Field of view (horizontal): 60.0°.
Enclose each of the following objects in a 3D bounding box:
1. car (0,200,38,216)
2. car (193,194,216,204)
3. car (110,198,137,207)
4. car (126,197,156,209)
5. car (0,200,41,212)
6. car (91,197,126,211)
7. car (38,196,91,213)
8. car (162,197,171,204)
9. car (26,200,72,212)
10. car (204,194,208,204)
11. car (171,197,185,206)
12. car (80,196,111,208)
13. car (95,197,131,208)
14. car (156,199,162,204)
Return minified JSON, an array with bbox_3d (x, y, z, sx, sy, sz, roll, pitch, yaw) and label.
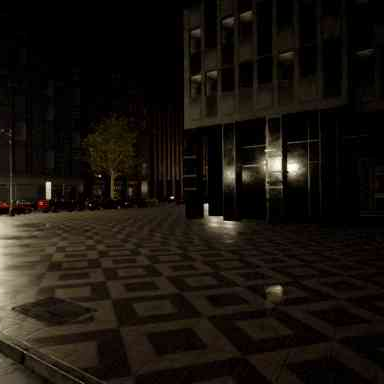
[{"bbox_3d":[-16.914,1.578,30.536,1.802,1.307,4.206,-1,0,35],"label":"car"},{"bbox_3d":[2.450,1.286,62.985,2.097,1.767,4.553,-1,0,35],"label":"car"},{"bbox_3d":[-11.062,1.615,53.932,1.802,1.307,4.206,-1,0,35],"label":"car"},{"bbox_3d":[-7.274,1.511,44.435,1.947,1.339,4.313,-1,0,35],"label":"car"},{"bbox_3d":[-20.703,1.644,40.030,1.947,1.339,4.313,-1,0,35],"label":"car"},{"bbox_3d":[-10.487,1.527,39.803,1.947,1.339,4.313,-1,0,35],"label":"car"},{"bbox_3d":[-13.702,1.292,35.171,2.192,1.841,5.009,-1,0,35],"label":"car"},{"bbox_3d":[-4.634,1.577,63.201,1.947,1.339,4.313,-1,0,35],"label":"car"},{"bbox_3d":[-17.210,1.640,40.238,1.895,1.301,4.718,-1,0,35],"label":"car"},{"bbox_3d":[2.365,1.224,58.338,2.192,1.841,5.009,-1,0,35],"label":"car"},{"bbox_3d":[-0.847,1.464,53.703,1.887,1.381,4.507,-1,0,35],"label":"car"},{"bbox_3d":[-14.277,1.487,49.298,1.967,1.590,4.097,-1,0,35],"label":"car"},{"bbox_3d":[-11.456,1.503,48.510,2.128,1.511,4.902,-1,0,35],"label":"car"},{"bbox_3d":[-7.945,1.547,58.426,1.752,1.417,4.829,-1,0,35],"label":"car"}]
